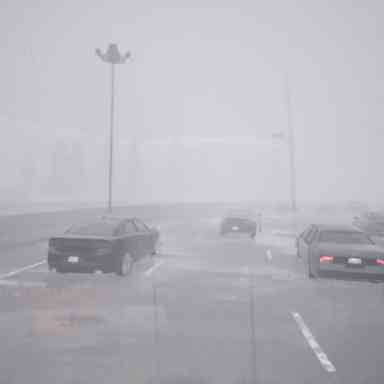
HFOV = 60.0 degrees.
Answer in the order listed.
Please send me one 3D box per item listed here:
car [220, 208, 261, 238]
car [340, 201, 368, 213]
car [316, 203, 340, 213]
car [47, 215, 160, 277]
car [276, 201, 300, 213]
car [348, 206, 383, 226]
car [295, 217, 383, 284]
[{"bbox_3d":[2.787,1.634,18.554,1.812,1.442,4.674,1,0,17],"label":"car"},{"bbox_3d":[21.688,1.935,43.571,2.097,1.767,4.553,1,0,44],"label":"car"},{"bbox_3d":[18.937,2.130,45.750,4.718,1.301,1.895,1,0,-45],"label":"car"},{"bbox_3d":[-2.384,1.452,10.304,1.882,1.535,5.008,1,0,10],"label":"car"},{"bbox_3d":[12.550,1.910,43.473,1.812,1.442,4.674,1,-1,40],"label":"car"},{"bbox_3d":[10.131,1.772,18.104,1.837,1.490,4.892,0,0,15],"label":"car"},{"bbox_3d":[4.312,1.667,10.162,2.033,1.411,5.357,1,0,12],"label":"car"}]
